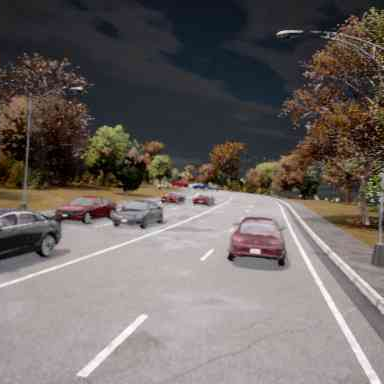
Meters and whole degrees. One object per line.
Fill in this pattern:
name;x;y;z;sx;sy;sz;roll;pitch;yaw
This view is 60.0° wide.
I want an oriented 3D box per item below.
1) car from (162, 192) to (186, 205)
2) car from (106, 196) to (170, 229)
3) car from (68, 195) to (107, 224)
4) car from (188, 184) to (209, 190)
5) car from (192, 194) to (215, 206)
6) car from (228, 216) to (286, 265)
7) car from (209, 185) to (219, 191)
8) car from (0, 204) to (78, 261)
car;-2.140;0.713;38.812;1.895;1.301;4.718;3;2;14
car;-3.050;1.233;19.896;1.812;1.442;4.674;3;1;13
car;-6.436;0.997;20.750;1.882;1.535;5.008;3;1;13
car;1.882;-1.450;92.822;1.882;1.535;5.008;4;2;-32
car;1.395;0.885;38.558;1.895;1.301;4.718;3;2;14
car;2.468;1.641;12.367;1.812;1.442;4.674;3;1;13
car;5.799;-1.096;92.928;1.812;1.442;4.674;4;2;-27
car;-5.573;1.203;9.101;2.128;1.511;4.902;3;0;13
